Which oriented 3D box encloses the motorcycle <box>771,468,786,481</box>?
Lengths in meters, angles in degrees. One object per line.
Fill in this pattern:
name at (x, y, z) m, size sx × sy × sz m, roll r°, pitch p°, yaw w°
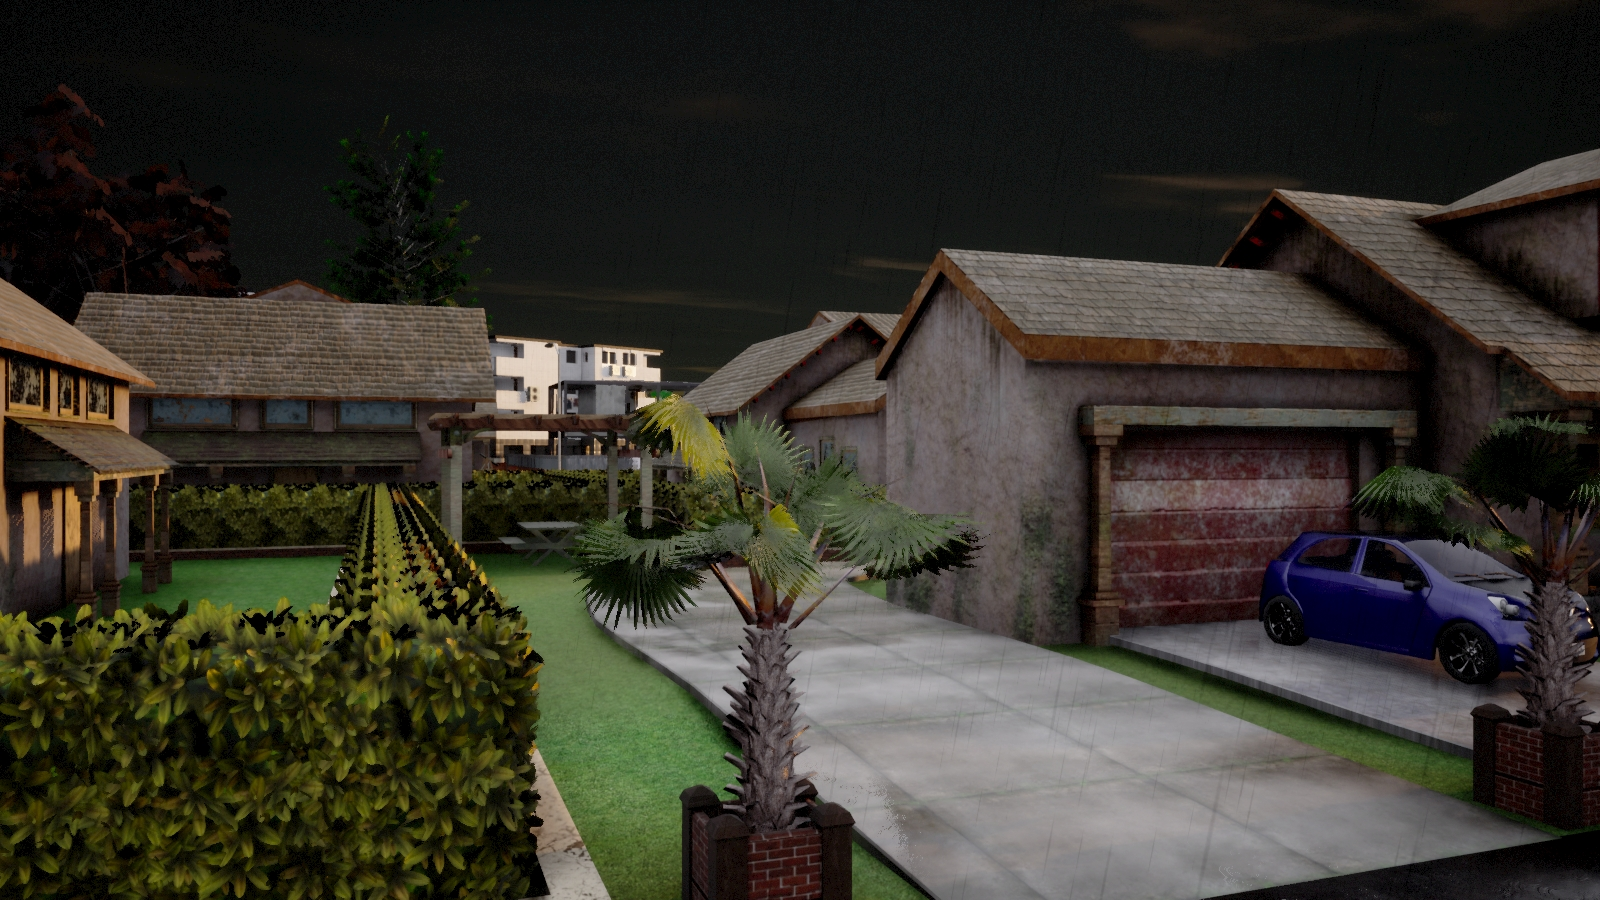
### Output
motorcycle at (-1.938, 2.199, 102.835) m, size 0.803 × 1.199 × 2.033 m, roll 0°, pitch 0°, yaw -20°
